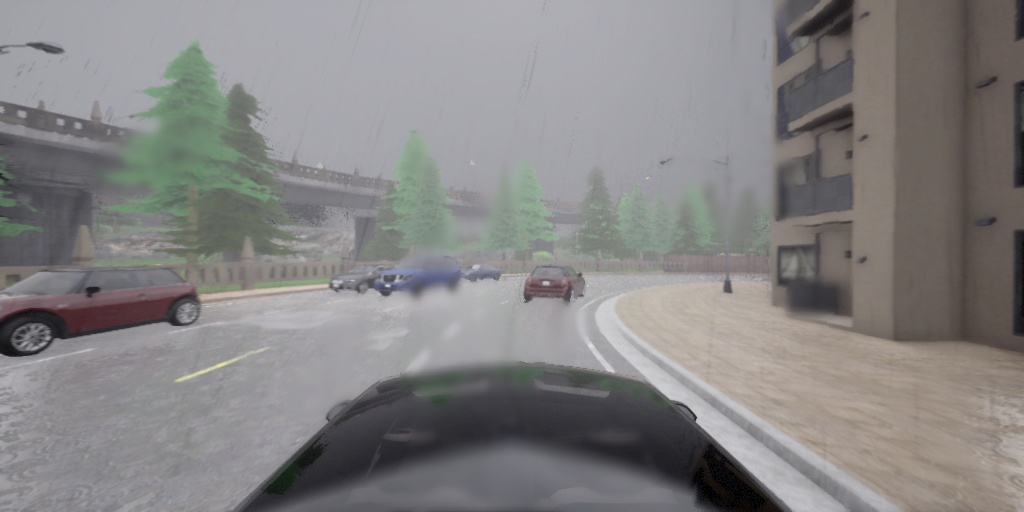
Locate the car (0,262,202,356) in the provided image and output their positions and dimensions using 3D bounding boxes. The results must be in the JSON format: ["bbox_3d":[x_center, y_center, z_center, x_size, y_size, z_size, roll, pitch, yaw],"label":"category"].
[{"bbox_3d":[-10.131,1.038,8.399,2.097,1.767,4.553,0,0,5],"label":"car"}]

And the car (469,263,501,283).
[{"bbox_3d":[-2.736,1.334,29.183,1.812,1.442,4.674,0,0,37],"label":"car"}]

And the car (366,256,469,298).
[{"bbox_3d":[-4.702,1.023,19.027,2.150,2.045,5.566,0,0,21],"label":"car"}]

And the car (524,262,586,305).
[{"bbox_3d":[2.172,1.165,16.925,2.097,1.767,4.553,1,0,21],"label":"car"}]

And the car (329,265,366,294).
[{"bbox_3d":[-7.958,1.240,20.313,2.128,1.511,4.902,0,0,21],"label":"car"}]
